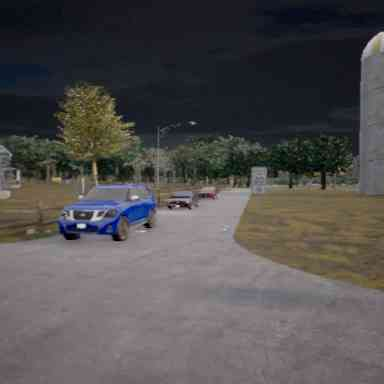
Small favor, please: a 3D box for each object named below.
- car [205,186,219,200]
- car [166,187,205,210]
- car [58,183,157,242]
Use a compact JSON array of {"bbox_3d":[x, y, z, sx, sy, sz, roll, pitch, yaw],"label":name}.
[{"bbox_3d":[2.040,0.081,39.595,1.882,1.535,5.008,0,2,11],"label":"car"},{"bbox_3d":[-0.542,0.564,26.578,2.033,1.411,5.357,0,2,11],"label":"car"},{"bbox_3d":[-3.097,0.674,13.608,2.150,2.045,5.566,0,2,11],"label":"car"}]
